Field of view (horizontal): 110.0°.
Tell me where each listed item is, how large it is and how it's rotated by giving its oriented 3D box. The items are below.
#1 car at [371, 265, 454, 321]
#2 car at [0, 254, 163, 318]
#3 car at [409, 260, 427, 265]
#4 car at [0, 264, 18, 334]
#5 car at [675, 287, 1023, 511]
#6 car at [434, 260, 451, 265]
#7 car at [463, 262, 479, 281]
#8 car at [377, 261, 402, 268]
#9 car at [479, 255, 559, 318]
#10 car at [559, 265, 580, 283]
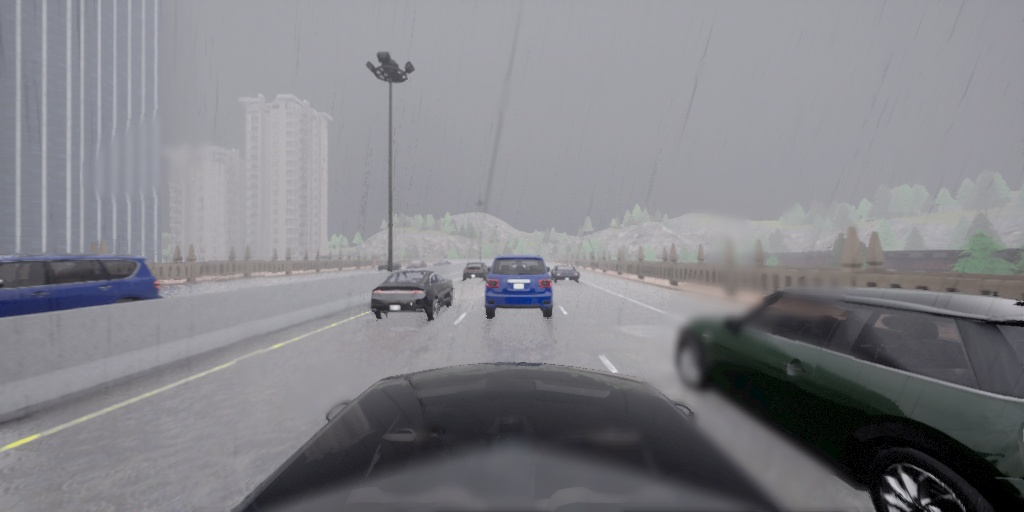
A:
[{"bbox_3d":[-3.257,1.248,12.552,2.128,1.511,4.902,0,0,1],"label":"car"},{"bbox_3d":[-10.548,0.969,7.361,2.150,2.045,5.566,0,0,1],"label":"car"},{"bbox_3d":[-13.163,1.303,50.088,1.812,1.442,4.674,0,0,2],"label":"car"},{"bbox_3d":[-14.042,1.098,7.154,2.097,1.767,4.553,0,0,1],"label":"car"},{"bbox_3d":[3.629,1.106,3.871,2.097,1.767,4.553,0,0,0],"label":"car"},{"bbox_3d":[-9.667,1.328,49.924,2.033,1.411,5.357,0,0,2],"label":"car"},{"bbox_3d":[-2.916,1.274,29.824,1.837,1.490,4.892,0,0,1],"label":"car"},{"bbox_3d":[-16.690,1.376,49.078,1.895,1.301,4.718,0,0,2],"label":"car"},{"bbox_3d":[0.250,0.980,13.178,2.150,2.045,5.566,0,0,1],"label":"car"},{"bbox_3d":[4.054,1.373,28.273,1.895,1.301,4.718,0,0,1],"label":"car"}]
